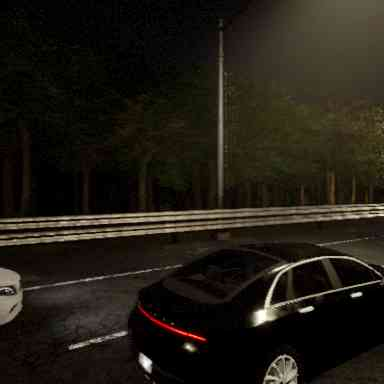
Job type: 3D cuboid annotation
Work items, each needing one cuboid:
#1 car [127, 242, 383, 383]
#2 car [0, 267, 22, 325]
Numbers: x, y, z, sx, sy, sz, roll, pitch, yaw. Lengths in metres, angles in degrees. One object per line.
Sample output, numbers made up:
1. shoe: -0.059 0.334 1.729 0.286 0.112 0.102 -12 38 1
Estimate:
1. car: 1.506 1.498 4.817 4.892 1.490 1.837 0 0 -35
2. car: -4.946 1.499 4.562 4.674 1.442 1.812 0 0 -35
